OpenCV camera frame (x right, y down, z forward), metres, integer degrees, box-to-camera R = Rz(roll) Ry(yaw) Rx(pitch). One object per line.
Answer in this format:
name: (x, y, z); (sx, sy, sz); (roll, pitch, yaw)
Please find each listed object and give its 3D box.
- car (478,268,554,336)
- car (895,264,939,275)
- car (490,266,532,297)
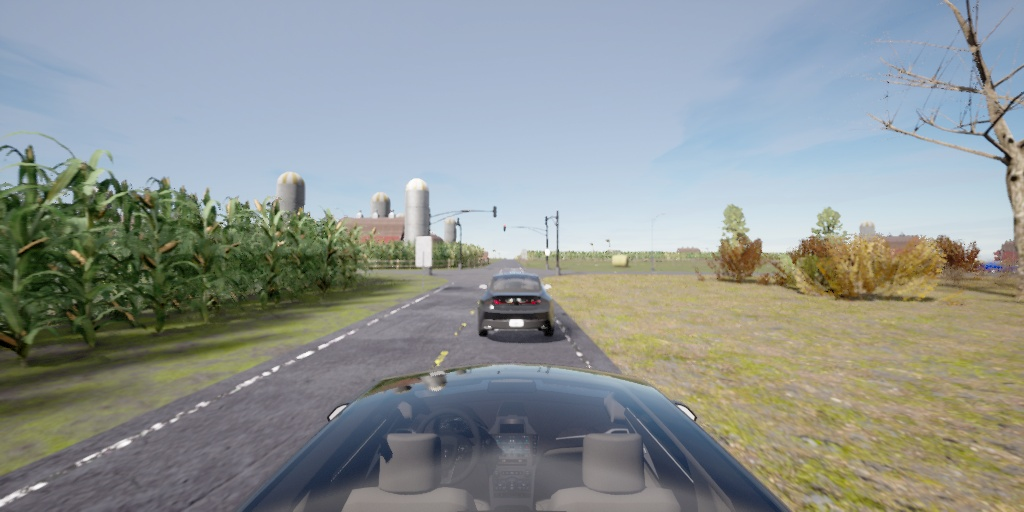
car: (0.096, 1.221, 10.239); (1.837, 1.490, 4.892); (0, 0, 0)
car: (48.645, 1.589, 43.000); (4.181, 1.385, 1.994); (1, -1, -5)
car: (0.068, 1.285, 19.389); (1.895, 1.301, 4.718); (0, 0, 4)
